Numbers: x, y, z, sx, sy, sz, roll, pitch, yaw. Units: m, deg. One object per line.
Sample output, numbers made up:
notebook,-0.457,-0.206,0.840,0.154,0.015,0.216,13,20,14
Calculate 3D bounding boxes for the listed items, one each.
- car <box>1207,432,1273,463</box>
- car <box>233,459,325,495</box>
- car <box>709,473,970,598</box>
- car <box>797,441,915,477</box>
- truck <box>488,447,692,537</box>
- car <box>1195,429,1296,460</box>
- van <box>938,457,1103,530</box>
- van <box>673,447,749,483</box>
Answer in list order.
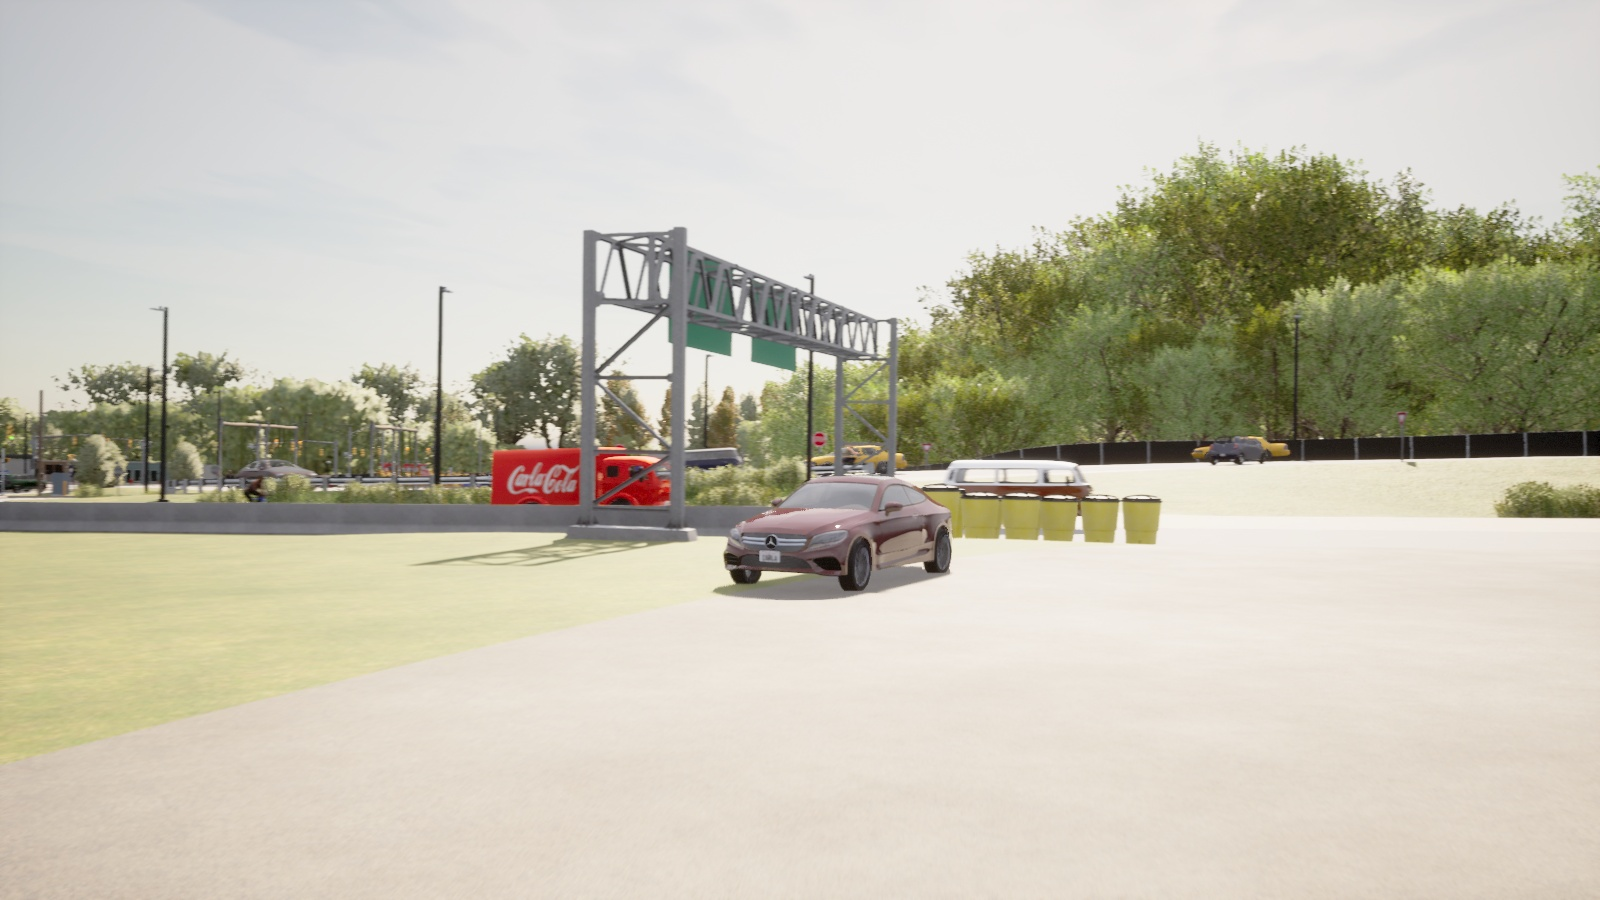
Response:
car,22.970,-0.150,65.522,1.845,1.501,3.633,-2,0,45
car,-25.603,1.341,61.641,5.027,1.651,2.152,-3,-2,41
car,0.733,1.086,17.745,1.812,1.442,4.674,0,0,28
car,2.728,0.420,61.072,5.366,1.575,1.801,-2,0,-17
truck,-6.108,1.224,36.800,5.204,2.467,2.627,-2,-1,16
car,25.721,-0.305,72.701,5.366,1.575,1.801,-2,-1,18
van,6.476,1.255,36.741,4.480,2.038,2.069,-1,-1,18
van,-5.587,0.958,79.024,4.442,1.987,1.775,-4,-1,4
